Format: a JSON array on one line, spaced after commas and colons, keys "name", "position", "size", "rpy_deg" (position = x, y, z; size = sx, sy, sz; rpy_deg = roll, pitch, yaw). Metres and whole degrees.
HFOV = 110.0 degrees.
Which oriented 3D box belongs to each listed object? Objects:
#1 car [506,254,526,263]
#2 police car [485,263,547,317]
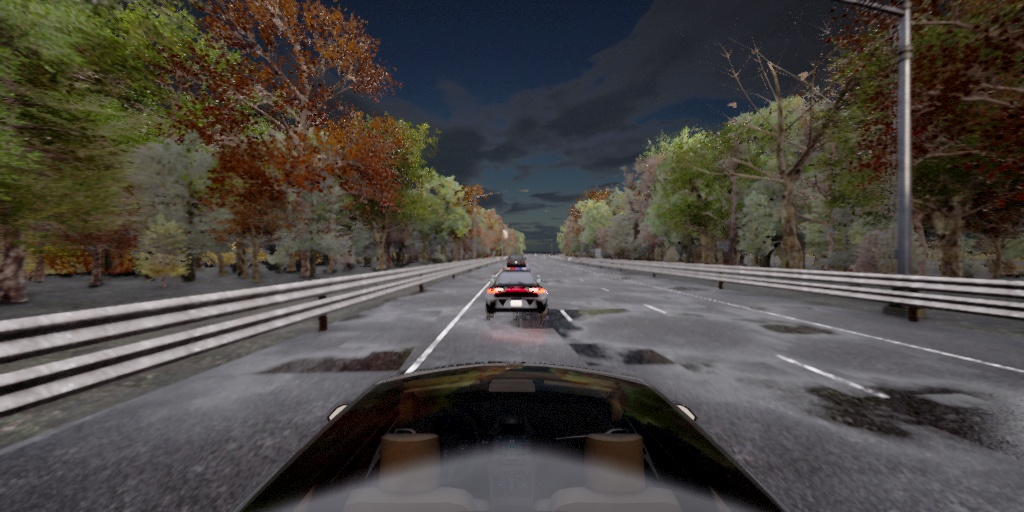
[{"name": "car", "position": [0.514, 0.800, 42.412], "size": [2.150, 2.045, 5.566], "rpy_deg": [0, 0, 1]}, {"name": "police car", "position": [0.142, 1.208, 13.001], "size": [2.038, 1.542, 4.974], "rpy_deg": [0, 0, 0]}]
